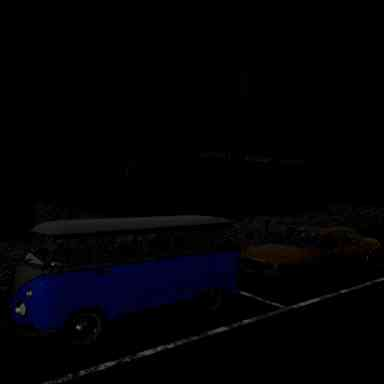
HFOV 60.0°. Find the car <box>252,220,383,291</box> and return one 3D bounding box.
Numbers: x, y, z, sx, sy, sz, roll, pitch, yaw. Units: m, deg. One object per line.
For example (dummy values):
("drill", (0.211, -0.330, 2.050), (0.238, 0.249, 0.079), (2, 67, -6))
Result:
("car", (3.291, 1.525, 8.976), (4.829, 1.417, 1.752), (0, 0, -35))

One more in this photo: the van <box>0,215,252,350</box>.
("van", (-1.006, 1.341, 5.928), (3.998, 1.788, 1.690), (0, 0, -35))
